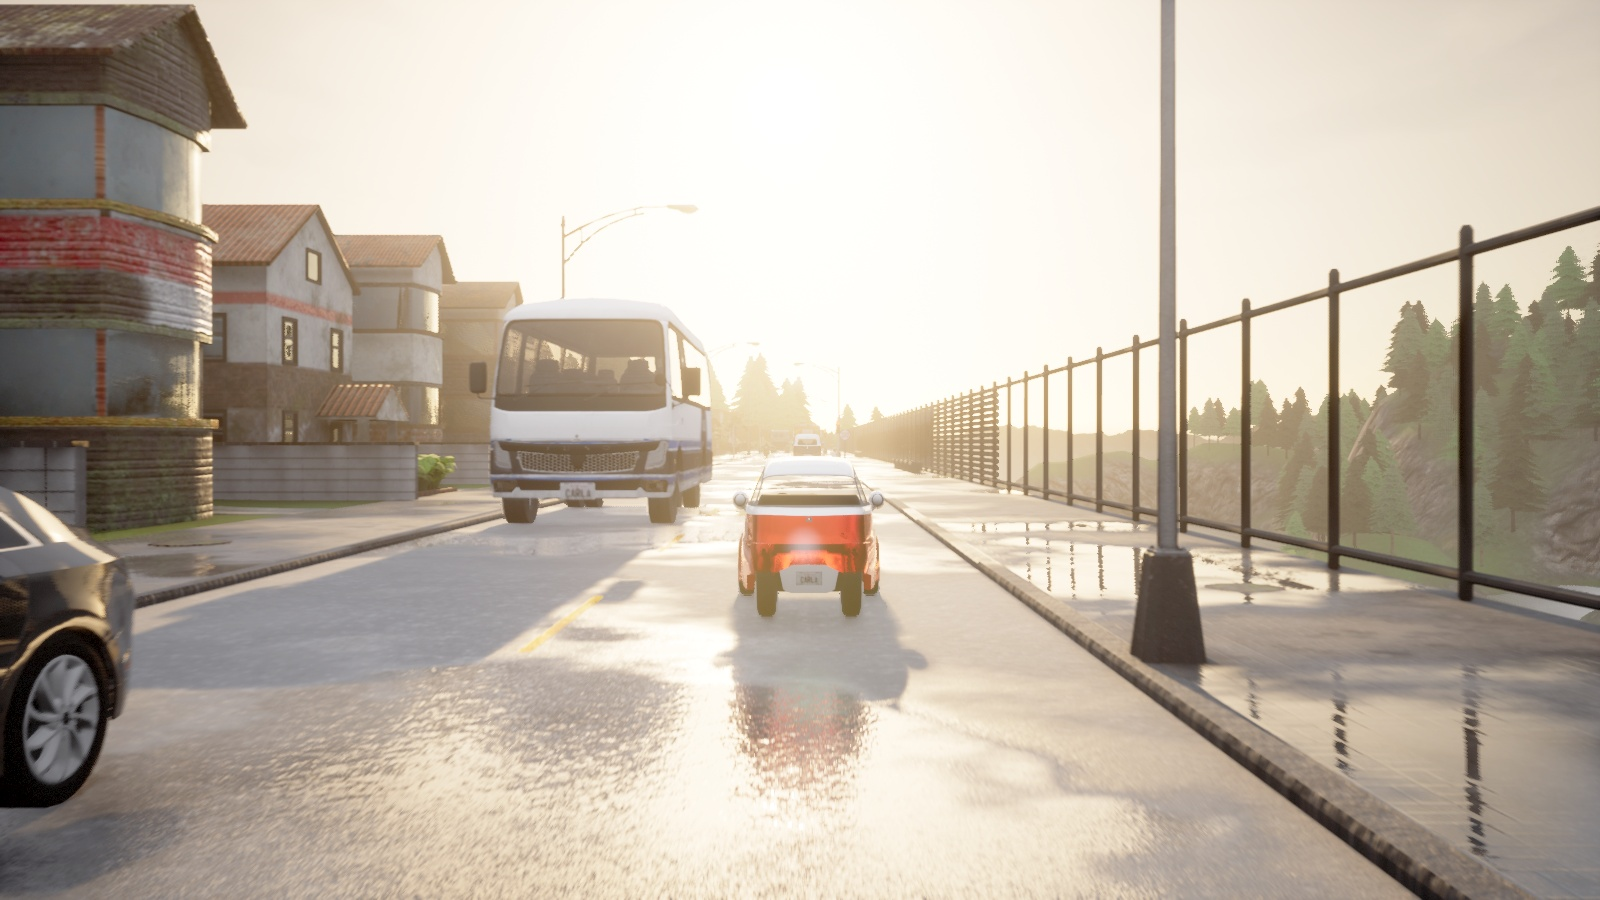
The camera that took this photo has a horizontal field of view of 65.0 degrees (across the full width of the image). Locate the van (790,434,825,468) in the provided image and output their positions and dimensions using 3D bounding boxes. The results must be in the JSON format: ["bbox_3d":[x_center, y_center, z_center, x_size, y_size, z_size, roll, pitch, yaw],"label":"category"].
[{"bbox_3d":[0.458,0.032,77.837,2.069,2.038,4.480,0,0,0],"label":"van"}]

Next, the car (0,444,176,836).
[{"bbox_3d":[-3.964,0.728,3.657,1.837,1.490,4.892,0,0,0],"label":"car"}]

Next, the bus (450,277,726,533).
[{"bbox_3d":[-3.827,-0.780,26.010,3.944,4.253,10.273,0,0,0],"label":"bus"}]

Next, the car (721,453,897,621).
[{"bbox_3d":[0.081,0.736,11.641,1.481,1.376,2.207,0,1,0],"label":"car"}]
